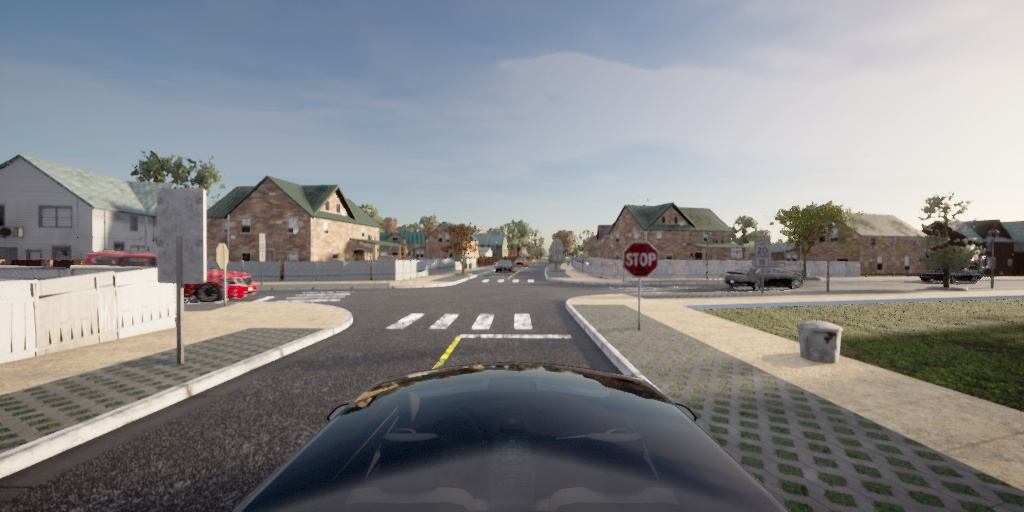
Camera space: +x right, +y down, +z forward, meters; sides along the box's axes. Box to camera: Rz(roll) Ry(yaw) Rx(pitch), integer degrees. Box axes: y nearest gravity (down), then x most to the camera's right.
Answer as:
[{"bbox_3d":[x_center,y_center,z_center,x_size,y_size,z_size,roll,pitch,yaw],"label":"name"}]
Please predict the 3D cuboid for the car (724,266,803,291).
[{"bbox_3d":[15.781,1.393,22.511,4.902,1.511,2.128,1,0,-15],"label":"car"}]

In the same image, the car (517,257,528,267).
[{"bbox_3d":[1.575,1.037,62.603,2.097,1.767,4.553,0,0,8],"label":"car"}]

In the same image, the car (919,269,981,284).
[{"bbox_3d":[38.539,1.766,31.604,4.718,1.301,1.895,1,0,-15],"label":"car"}]

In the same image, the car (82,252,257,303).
[{"bbox_3d":[-13.765,0.945,14.514,5.566,2.045,2.150,2,0,-15],"label":"car"}]

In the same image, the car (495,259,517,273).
[{"bbox_3d":[-0.800,1.210,42.468,1.837,1.490,4.892,0,0,6],"label":"car"}]
